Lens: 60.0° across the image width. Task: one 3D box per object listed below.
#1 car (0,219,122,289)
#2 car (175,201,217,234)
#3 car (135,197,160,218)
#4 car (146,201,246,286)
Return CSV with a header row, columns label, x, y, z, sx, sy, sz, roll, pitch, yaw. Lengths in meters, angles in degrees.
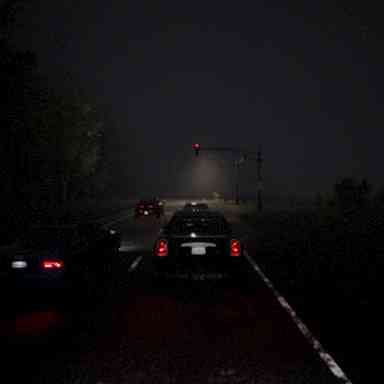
label,x,y,z,sx,sy,sz,roll,pitch,yaw
car,-3.341,1.434,8.999,2.033,1.411,5.357,0,1,0
car,0.225,1.310,18.744,2.033,1.411,5.357,0,1,0
car,-3.227,1.179,25.918,1.837,1.490,4.892,0,1,0
car,0.157,1.235,9.208,2.097,1.767,4.553,0,1,0
